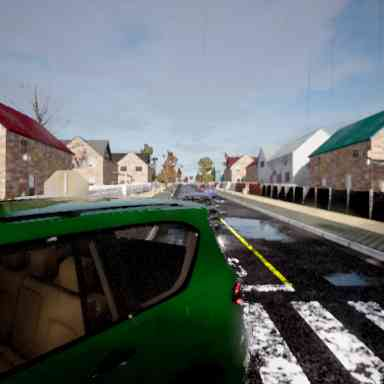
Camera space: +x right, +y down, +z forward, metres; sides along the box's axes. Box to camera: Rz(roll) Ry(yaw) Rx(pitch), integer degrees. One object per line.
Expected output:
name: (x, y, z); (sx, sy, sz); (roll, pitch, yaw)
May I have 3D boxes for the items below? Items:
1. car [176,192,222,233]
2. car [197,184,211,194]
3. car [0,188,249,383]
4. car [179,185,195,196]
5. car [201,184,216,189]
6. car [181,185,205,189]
car: (0.212, 0.838, 15.830); (1.837, 1.490, 4.892); (0, 2, -2)
car: (1.786, -0.469, 51.840); (1.812, 1.442, 4.674); (0, 2, -2)
car: (-1.841, 1.154, 1.625); (2.150, 2.045, 5.566); (1, 4, 40)
car: (-0.774, -0.255, 46.309); (2.033, 1.411, 5.357); (0, 2, -2)
car: (2.179, -0.089, 42.209); (2.033, 1.411, 5.357); (0, 2, -2)
car: (-0.282, 0.353, 29.964); (2.033, 1.411, 5.357); (0, 2, -2)
